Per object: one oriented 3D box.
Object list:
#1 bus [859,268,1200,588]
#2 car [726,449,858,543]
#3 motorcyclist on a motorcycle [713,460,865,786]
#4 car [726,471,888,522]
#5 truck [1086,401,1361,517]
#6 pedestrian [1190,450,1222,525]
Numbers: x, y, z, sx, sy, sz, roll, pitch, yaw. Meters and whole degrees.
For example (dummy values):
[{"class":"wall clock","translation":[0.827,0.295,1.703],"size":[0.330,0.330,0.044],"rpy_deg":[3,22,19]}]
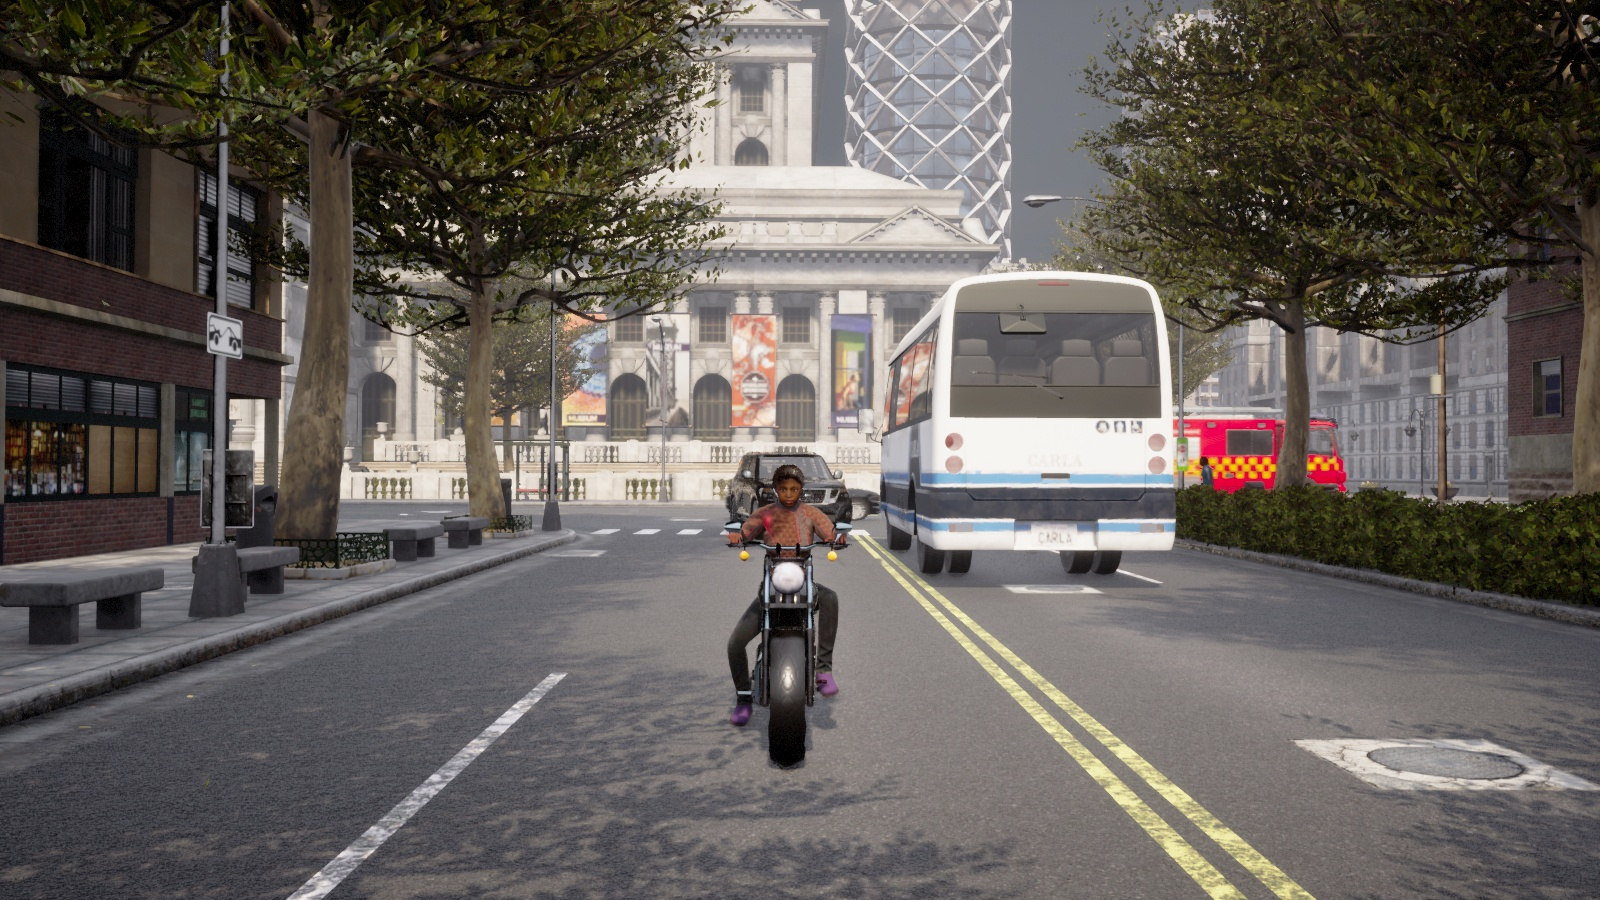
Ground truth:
[{"class":"bus","translation":[3.303,-0.209,21.872],"size":[3.944,4.253,10.273],"rpy_deg":[0,-1,0]},{"class":"car","translation":[-0.332,1.043,30.316],"size":[2.150,2.045,5.566],"rpy_deg":[0,-1,-12]},{"class":"motorcyclist on a motorcycle","translation":[-0.065,0.892,7.543],"size":[0.766,1.649,2.350],"rpy_deg":[0,-1,-1]},{"class":"car","translation":[0.219,1.456,39.691],"size":[5.008,1.535,1.882],"rpy_deg":[0,-1,0]},{"class":"truck","translation":[14.427,0.317,43.257],"size":[8.468,3.827,2.891],"rpy_deg":[0,-1,0]},{"class":"pedestrian","translation":[10.530,0.970,32.585],"size":[0.692,1.930,0.396],"rpy_deg":[0,-1,6]}]
